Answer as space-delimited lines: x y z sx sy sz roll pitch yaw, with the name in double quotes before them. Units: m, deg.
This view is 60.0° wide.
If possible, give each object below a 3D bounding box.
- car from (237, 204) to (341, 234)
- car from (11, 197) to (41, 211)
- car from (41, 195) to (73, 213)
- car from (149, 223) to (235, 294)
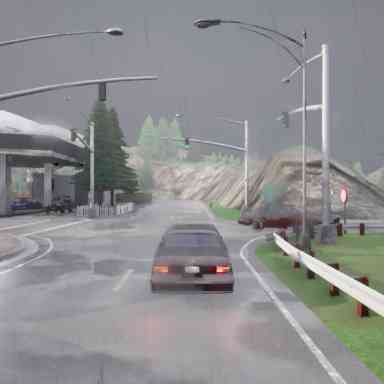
"car" 5.165 1.383 18.113 5.357 1.411 2.033 -1 0 36
"car" -20.224 1.480 40.803 2.242 1.667 4.611 0 0 -1
"car" -14.519 1.313 36.524 1.905 1.878 3.866 0 0 -1
"car" 0.003 1.547 8.940 2.033 1.411 5.357 0 0 0
